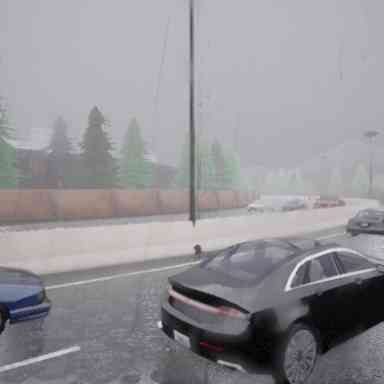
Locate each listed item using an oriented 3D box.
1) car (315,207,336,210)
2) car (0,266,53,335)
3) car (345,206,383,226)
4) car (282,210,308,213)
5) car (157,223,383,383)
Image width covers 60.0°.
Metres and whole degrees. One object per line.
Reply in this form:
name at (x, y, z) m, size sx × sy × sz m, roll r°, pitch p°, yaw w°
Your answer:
car at (14.112, 1.241, 33.854) m, size 2.150 × 2.045 × 5.566 m, roll 0°, pitch 0°, yaw 34°
car at (-4.935, 1.576, 4.626) m, size 5.357 × 1.411 × 2.033 m, roll 0°, pitch 0°, yaw -36°
car at (9.703, 1.549, 17.193) m, size 2.033 × 1.411 × 5.357 m, roll 0°, pitch 0°, yaw 44°
car at (11.158, 1.540, 35.789) m, size 1.837 × 1.490 × 4.892 m, roll 0°, pitch 0°, yaw 34°
car at (1.794, 1.498, 5.375) m, size 4.902 × 1.511 × 2.128 m, roll 0°, pitch 0°, yaw -38°
